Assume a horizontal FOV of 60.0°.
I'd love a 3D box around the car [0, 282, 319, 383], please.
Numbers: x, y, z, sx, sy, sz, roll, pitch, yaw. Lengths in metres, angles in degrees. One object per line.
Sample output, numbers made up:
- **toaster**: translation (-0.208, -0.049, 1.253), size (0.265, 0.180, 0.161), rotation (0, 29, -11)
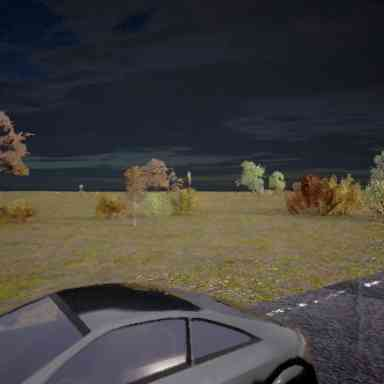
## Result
- **car**: translation (-0.886, 1.556, 2.655), size (4.181, 1.385, 1.994), rotation (0, 0, -35)
